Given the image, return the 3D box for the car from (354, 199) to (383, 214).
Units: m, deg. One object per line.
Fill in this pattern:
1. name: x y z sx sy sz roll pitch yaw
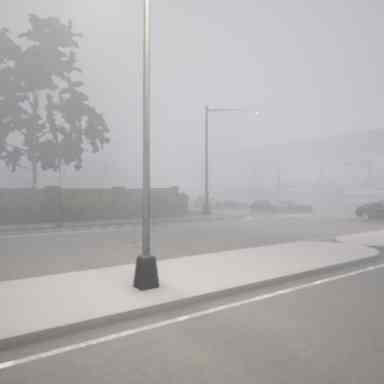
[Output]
1. car: 20.586 1.572 35.840 2.033 1.411 5.357 0 0 -36

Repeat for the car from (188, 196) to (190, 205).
1. car: -1.143 1.336 54.118 2.097 1.767 4.553 0 0 -35

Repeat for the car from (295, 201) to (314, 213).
1. car: 11.045 1.621 36.812 1.895 1.301 4.718 0 0 -35

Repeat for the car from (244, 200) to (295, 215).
1. car: 8.078 1.543 34.951 1.812 1.442 4.674 0 0 -35

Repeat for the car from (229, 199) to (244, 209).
1. car: 5.529 1.620 44.628 1.895 1.301 4.718 0 0 -35

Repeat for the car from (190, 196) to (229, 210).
1. car: 2.223 1.369 43.235 2.097 1.767 4.553 0 0 -35

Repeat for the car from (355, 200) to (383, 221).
1. car: 14.985 1.522 25.195 1.837 1.490 4.892 0 0 -35
